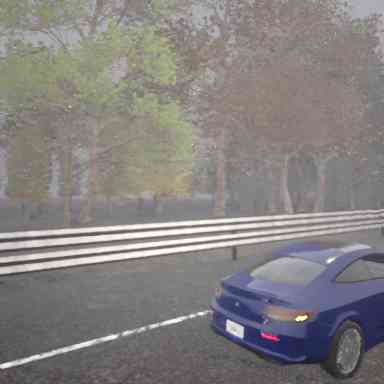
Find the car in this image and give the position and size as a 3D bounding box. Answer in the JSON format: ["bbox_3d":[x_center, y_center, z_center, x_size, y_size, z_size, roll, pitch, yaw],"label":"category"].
[{"bbox_3d":[2.406,1.524,5.444,4.674,1.442,1.812,0,0,-35],"label":"car"}]
